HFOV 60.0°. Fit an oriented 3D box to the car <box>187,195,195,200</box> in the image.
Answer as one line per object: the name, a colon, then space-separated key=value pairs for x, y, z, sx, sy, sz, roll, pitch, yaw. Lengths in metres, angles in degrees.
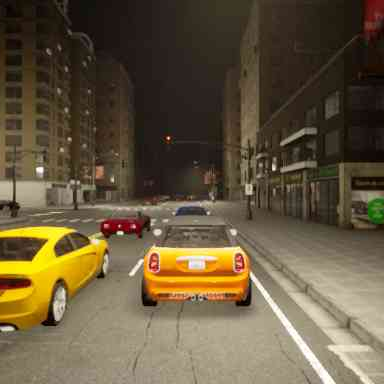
car: x=-0.182 y=1.456 z=90.800 sx=2.033 sy=1.411 sz=5.357 roll=0 pitch=0 yaw=0

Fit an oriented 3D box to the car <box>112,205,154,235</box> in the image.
car: x=-3.284 y=1.598 z=17.430 sx=1.895 sy=1.301 sz=4.718 roll=0 pitch=0 yaw=0

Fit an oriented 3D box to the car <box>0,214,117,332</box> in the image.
car: x=-3.164 y=1.476 z=7.040 sx=1.882 sy=1.535 sz=5.008 roll=0 pitch=0 yaw=0

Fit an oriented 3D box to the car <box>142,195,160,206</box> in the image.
car: x=-6.693 y=1.531 z=52.778 sx=1.812 sy=1.442 sz=4.674 roll=0 pitch=0 yaw=0

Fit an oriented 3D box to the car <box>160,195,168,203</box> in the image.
car: x=-6.641 y=1.369 z=68.376 sx=2.097 sy=1.767 sz=4.553 roll=0 pitch=0 yaw=0

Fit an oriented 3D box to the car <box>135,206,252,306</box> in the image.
car: x=0.084 y=1.351 z=8.164 sx=2.097 sy=1.767 sz=4.553 roll=0 pitch=0 yaw=0

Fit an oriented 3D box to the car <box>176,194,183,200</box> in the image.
car: x=-3.432 y=1.394 z=90.794 sx=1.882 sy=1.535 sz=5.008 roll=0 pitch=0 yaw=0

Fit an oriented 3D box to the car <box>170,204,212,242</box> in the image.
car: x=-0.034 y=1.475 z=17.429 sx=1.882 sy=1.535 sz=5.008 roll=0 pitch=0 yaw=0

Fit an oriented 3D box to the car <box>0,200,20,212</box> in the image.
car: x=-22.226 y=1.585 z=38.513 sx=4.313 sy=1.339 sz=1.947 roll=0 pitch=0 yaw=0

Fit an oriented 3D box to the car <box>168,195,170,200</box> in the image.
car: x=-6.669 y=1.409 z=84.278 sx=1.895 sy=1.301 sz=4.718 roll=0 pitch=0 yaw=0

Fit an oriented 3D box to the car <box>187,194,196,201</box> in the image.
car: x=-0.161 y=1.375 z=80.765 sx=2.097 sy=1.767 sz=4.553 roll=0 pitch=0 yaw=0

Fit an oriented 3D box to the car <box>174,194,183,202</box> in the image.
car: x=-3.410 y=1.519 z=80.372 sx=1.837 sy=1.490 sz=4.892 roll=0 pitch=0 yaw=0
